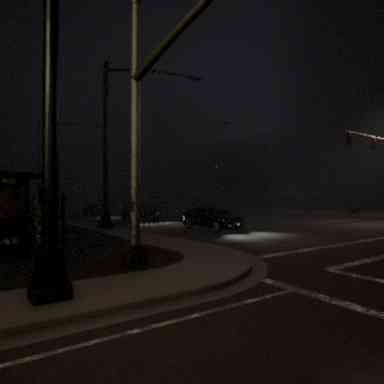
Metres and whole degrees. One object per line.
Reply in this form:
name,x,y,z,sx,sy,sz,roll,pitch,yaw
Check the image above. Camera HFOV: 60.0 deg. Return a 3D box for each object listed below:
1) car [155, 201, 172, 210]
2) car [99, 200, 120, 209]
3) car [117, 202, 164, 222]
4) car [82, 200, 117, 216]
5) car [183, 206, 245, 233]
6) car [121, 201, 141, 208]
car,-5.425,2.189,54.698,2.033,1.411,5.357,0,-1,-36
car,-15.714,2.306,62.912,2.128,1.511,4.902,0,-1,-36
car,-4.662,1.810,29.468,1.812,1.442,4.674,0,-1,-36
car,-10.918,1.987,38.102,2.033,1.411,5.357,0,-1,-36
car,1.285,1.665,21.274,1.837,1.490,4.892,0,-1,-36
car,-11.615,2.360,63.222,1.994,1.385,4.181,0,-1,-36
